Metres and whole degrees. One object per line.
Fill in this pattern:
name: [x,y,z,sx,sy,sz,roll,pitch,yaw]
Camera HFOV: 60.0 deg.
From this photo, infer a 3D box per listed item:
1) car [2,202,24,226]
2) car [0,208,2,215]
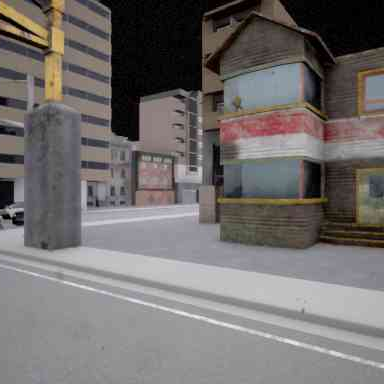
car: [-10.111,1.453,23.009,2.038,1.542,4.974,0,0,15]
car: [-13.269,1.295,25.708,4.536,1.218,1.853,0,0,-30]
